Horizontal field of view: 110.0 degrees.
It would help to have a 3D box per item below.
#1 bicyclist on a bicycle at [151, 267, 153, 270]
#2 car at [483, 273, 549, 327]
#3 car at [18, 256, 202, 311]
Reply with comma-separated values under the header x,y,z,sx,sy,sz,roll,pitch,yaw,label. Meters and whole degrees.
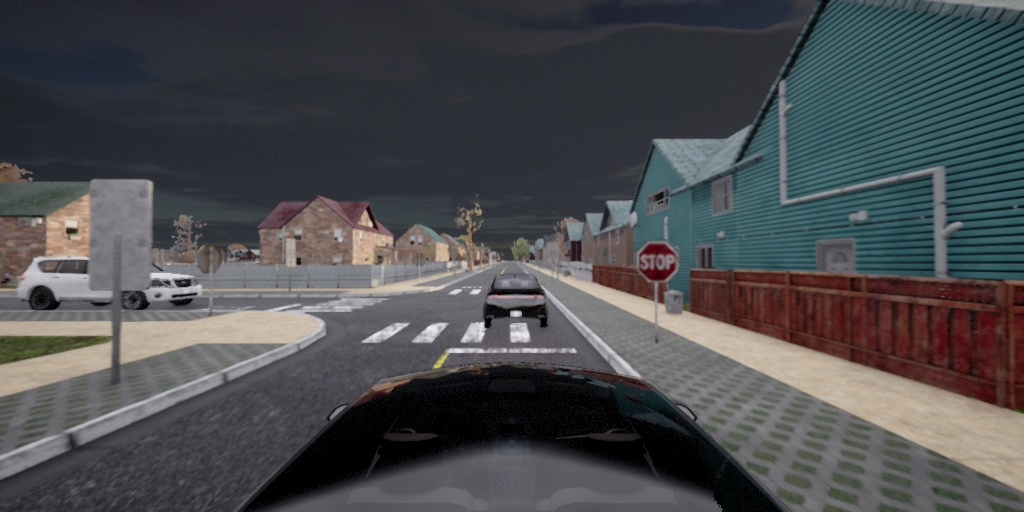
x,y,z,sx,sy,sz,roll,pitch,yaw,label
-20.208,1.215,19.843,0.582,1.620,1.656,0,-1,0,bicyclist on a bicycle
0.103,1.309,11.765,2.128,1.511,4.902,0,0,0,car
-15.501,1.034,14.018,5.566,2.045,2.150,0,-1,0,car
